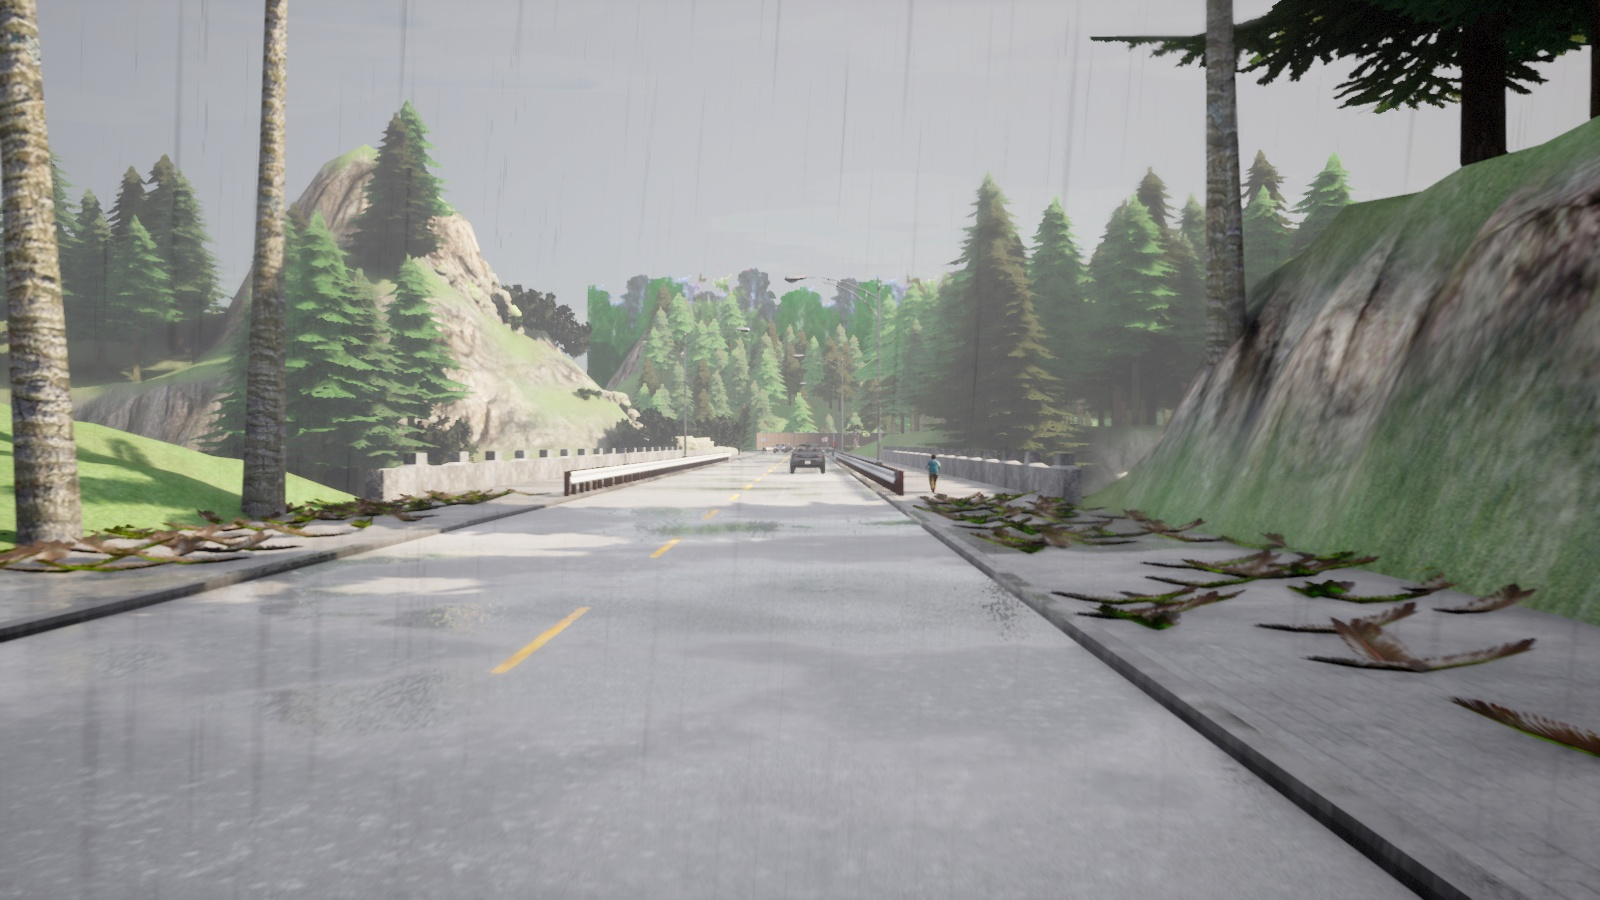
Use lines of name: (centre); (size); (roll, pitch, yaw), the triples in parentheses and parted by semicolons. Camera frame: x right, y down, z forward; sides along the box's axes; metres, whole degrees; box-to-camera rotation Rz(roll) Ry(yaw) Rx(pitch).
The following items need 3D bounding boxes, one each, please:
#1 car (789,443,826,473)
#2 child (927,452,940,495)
car: (0.395, 0.400, 63.991); (1.816, 1.474, 4.193); (0, 0, 0)
child: (3.706, 0.643, 34.844); (0.343, 1.192, 0.448); (0, 0, 2)
